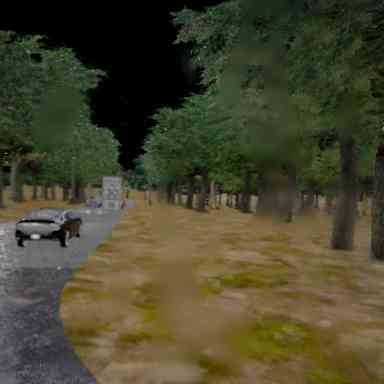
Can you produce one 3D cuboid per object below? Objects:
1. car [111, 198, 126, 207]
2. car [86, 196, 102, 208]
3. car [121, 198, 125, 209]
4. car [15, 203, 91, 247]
[{"bbox_3d":[-12.128,1.689,55.151,2.033,1.411,5.357,2,-1,-8],"label":"car"},{"bbox_3d":[-14.228,1.327,48.969,2.097,1.767,4.553,2,-1,-8],"label":"car"},{"bbox_3d":[-10.624,1.611,45.303,1.994,1.385,4.181,2,-1,-8],"label":"car"},{"bbox_3d":[-6.062,1.425,14.543,2.128,1.511,4.902,2,0,-8],"label":"car"}]
